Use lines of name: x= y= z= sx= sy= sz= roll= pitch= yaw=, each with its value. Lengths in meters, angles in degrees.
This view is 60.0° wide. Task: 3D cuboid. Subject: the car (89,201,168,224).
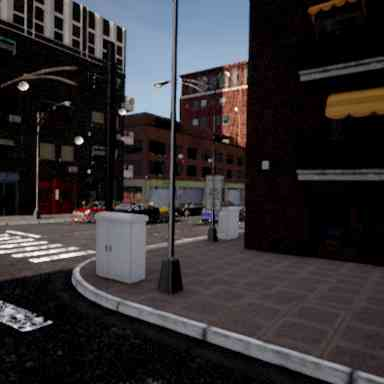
car: x=-4.204 y=1.486 z=22.913 sx=2.128 sy=1.511 sz=4.902 roll=2 pitch=0 yaw=35

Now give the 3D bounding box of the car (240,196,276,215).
car: x=8.193 y=1.619 z=40.672 sx=2.150 sy=2.045 sz=5.566 roll=2 pitch=0 yaw=35

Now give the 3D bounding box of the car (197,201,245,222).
car: x=2.748 y=1.563 z=27.466 sx=2.097 sy=1.767 sz=4.553 roll=2 pitch=0 yaw=35

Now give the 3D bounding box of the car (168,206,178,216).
car: x=-3.566 y=1.549 z=28.386 sx=1.752 sy=1.417 sz=4.829 roll=0 pitch=-1 yaw=35

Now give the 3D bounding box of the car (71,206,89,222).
car: x=-6.625 y=1.364 z=23.995 sx=1.967 sy=1.590 sz=4.097 roll=0 pitch=-1 yaw=35

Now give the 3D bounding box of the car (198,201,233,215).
car: x=2.749 y=1.755 z=37.449 sx=1.752 sy=1.417 sz=4.829 roll=0 pitch=-1 yaw=35

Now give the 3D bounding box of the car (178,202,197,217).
car: x=-0.313 y=1.696 z=33.057 sx=1.947 sy=1.339 sz=4.313 roll=0 pitch=-1 yaw=35
